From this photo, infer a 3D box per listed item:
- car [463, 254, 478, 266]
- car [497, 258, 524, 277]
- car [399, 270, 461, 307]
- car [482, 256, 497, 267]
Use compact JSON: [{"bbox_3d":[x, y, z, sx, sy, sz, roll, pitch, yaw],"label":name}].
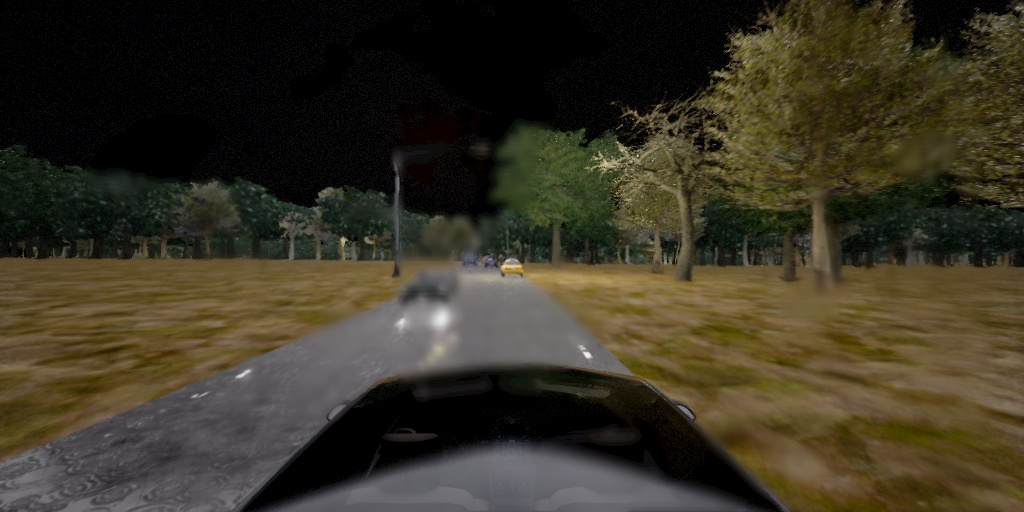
[{"bbox_3d":[-6.644,0.635,58.054,2.150,2.045,5.566,0,0,-5],"label":"car"},{"bbox_3d":[-0.054,0.972,31.664,1.801,1.575,5.366,0,0,-4],"label":"car"},{"bbox_3d":[-3.327,1.270,15.268,1.895,1.301,4.718,0,0,-2],"label":"car"},{"bbox_3d":[-3.100,0.920,53.324,1.812,1.442,4.674,0,0,-5],"label":"car"}]
